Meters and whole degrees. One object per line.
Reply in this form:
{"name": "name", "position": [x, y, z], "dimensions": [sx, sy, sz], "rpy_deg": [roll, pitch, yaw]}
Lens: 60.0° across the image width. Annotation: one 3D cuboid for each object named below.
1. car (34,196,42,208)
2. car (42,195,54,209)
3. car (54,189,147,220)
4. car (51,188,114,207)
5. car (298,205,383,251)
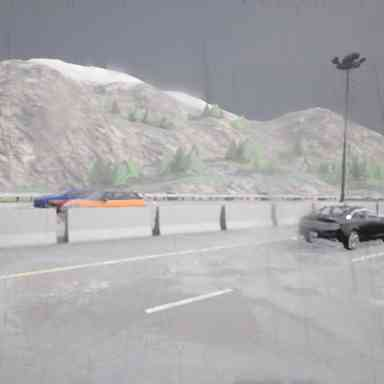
{"name": "car", "position": [-8.660, 0.518, 23.973], "dimensions": [5.008, 1.535, 1.882], "rpy_deg": [1, 2, -38]}
{"name": "car", "position": [-6.625, 0.784, 21.162], "dimensions": [4.718, 1.301, 1.895], "rpy_deg": [1, 2, -38]}
{"name": "car", "position": [-4.704, 0.678, 18.172], "dimensions": [4.553, 1.767, 2.097], "rpy_deg": [1, 2, -37]}
{"name": "car", "position": [-9.144, 0.438, 28.003], "dimensions": [4.674, 1.442, 1.812], "rpy_deg": [1, 2, -37]}
{"name": "car", "position": [6.258, 1.298, 13.160], "dimensions": [4.902, 1.511, 2.128], "rpy_deg": [1, 2, -36]}
